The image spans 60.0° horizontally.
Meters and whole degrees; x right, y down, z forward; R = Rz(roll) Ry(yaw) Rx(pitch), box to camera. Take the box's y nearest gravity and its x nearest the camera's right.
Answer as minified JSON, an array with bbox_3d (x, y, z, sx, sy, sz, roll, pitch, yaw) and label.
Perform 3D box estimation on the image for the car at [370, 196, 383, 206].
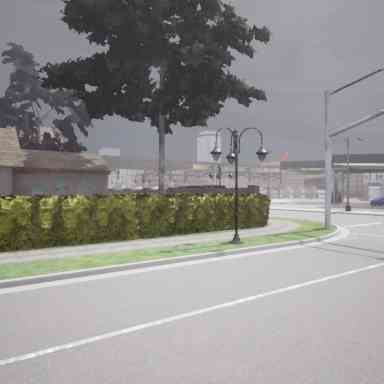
[{"bbox_3d":[28.512,1.295,48.482,2.242,1.667,4.611,0,0,-35],"label":"car"}]
